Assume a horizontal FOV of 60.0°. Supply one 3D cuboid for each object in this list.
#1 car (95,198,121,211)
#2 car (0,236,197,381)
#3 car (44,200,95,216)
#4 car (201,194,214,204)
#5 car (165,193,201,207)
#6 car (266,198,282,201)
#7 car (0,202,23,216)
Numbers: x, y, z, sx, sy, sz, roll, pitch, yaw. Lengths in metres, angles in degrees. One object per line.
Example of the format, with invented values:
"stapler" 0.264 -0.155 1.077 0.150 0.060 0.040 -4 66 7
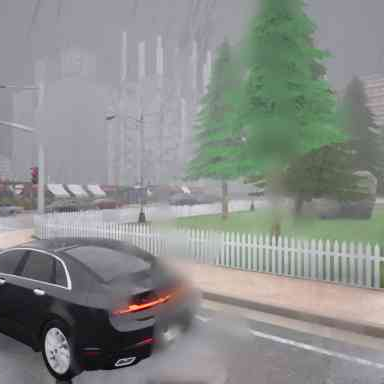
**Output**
"car" -10.875 1.478 40.637 1.882 1.535 5.008 0 0 34
"car" -2.211 1.505 5.505 4.892 1.490 1.837 0 0 36
"car" -12.355 1.491 32.161 2.128 1.511 4.902 0 0 34
"car" 1.986 1.548 59.623 2.033 1.411 5.357 0 0 34
"car" -1.534 1.221 48.249 2.150 2.045 5.566 0 0 34
"car" 14.919 1.564 59.852 1.994 1.385 4.181 0 0 34
"car" -18.050 1.601 30.077 1.895 1.301 4.718 0 0 36
